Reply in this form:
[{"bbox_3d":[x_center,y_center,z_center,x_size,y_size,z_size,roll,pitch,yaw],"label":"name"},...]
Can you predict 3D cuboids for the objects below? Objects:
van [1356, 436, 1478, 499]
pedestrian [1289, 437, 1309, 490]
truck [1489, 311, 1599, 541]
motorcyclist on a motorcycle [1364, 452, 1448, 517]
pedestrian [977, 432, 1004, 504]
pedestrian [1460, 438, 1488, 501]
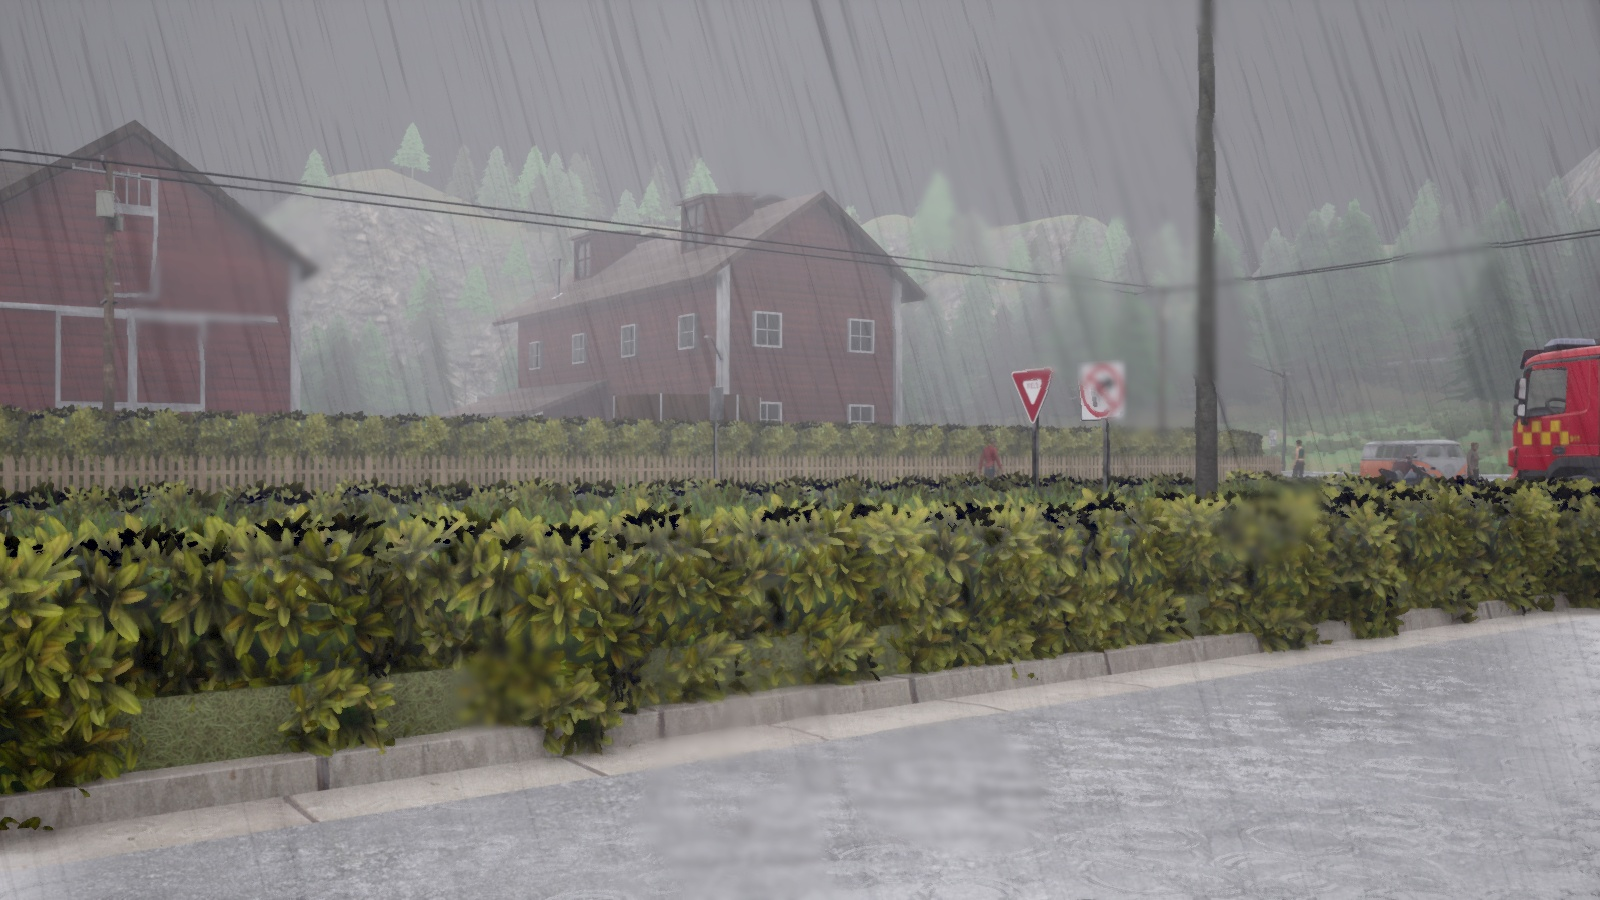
[{"bbox_3d":[20.614,0.558,42.181,1.775,1.987,4.442,0,0,-2],"label":"van"},{"bbox_3d":[17.336,0.470,43.643,0.345,1.836,0.594,0,0,-19],"label":"pedestrian"},{"bbox_3d":[14.950,-0.404,19.452,2.891,3.827,8.468,0,0,-9],"label":"truck"},{"bbox_3d":[14.829,0.823,30.718,2.191,1.530,0.866,0,0,-35],"label":"motorcyclist on a motorcycle"},{"bbox_3d":[4.943,0.469,32.594,0.636,1.846,0.331,0,0,-33],"label":"pedestrian"},{"bbox_3d":[19.923,0.579,37.131,0.331,1.846,0.634,0,0,-30],"label":"pedestrian"}]
